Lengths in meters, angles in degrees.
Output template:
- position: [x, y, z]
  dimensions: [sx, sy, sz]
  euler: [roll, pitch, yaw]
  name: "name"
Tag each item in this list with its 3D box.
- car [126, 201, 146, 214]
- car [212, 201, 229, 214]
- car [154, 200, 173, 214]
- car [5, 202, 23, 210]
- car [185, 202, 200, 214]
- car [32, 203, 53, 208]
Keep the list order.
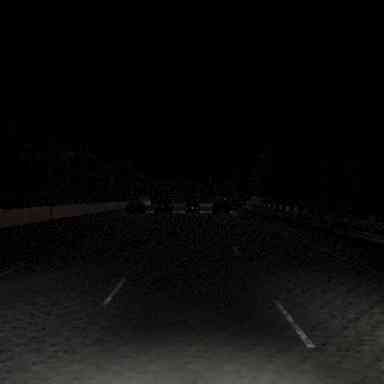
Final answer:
- position: [-6.956, 1.906, 41.500]
  dimensions: [1.882, 1.535, 5.008]
  euler: [0, -1, 0]
  name: "car"
- position: [3.545, 1.907, 41.601]
  dimensions: [1.882, 1.535, 5.008]
  euler: [0, -1, 0]
  name: "car"
- position: [-3.455, 1.782, 41.534]
  dimensions: [2.097, 1.767, 4.553]
  euler: [0, -1, 0]
  name: "car"
- position: [-21.142, 1.868, 38.067]
  dimensions: [1.837, 1.490, 4.892]
  euler: [0, -1, 0]
  name: "car"
- position: [0.045, 1.974, 41.442]
  dimensions: [2.033, 1.411, 5.357]
  euler: [0, -1, 0]
  name: "car"
- position: [-17.640, 1.963, 39.919]
  dimensions: [1.994, 1.385, 4.181]
  euler: [0, -1, 0]
  name: "car"
